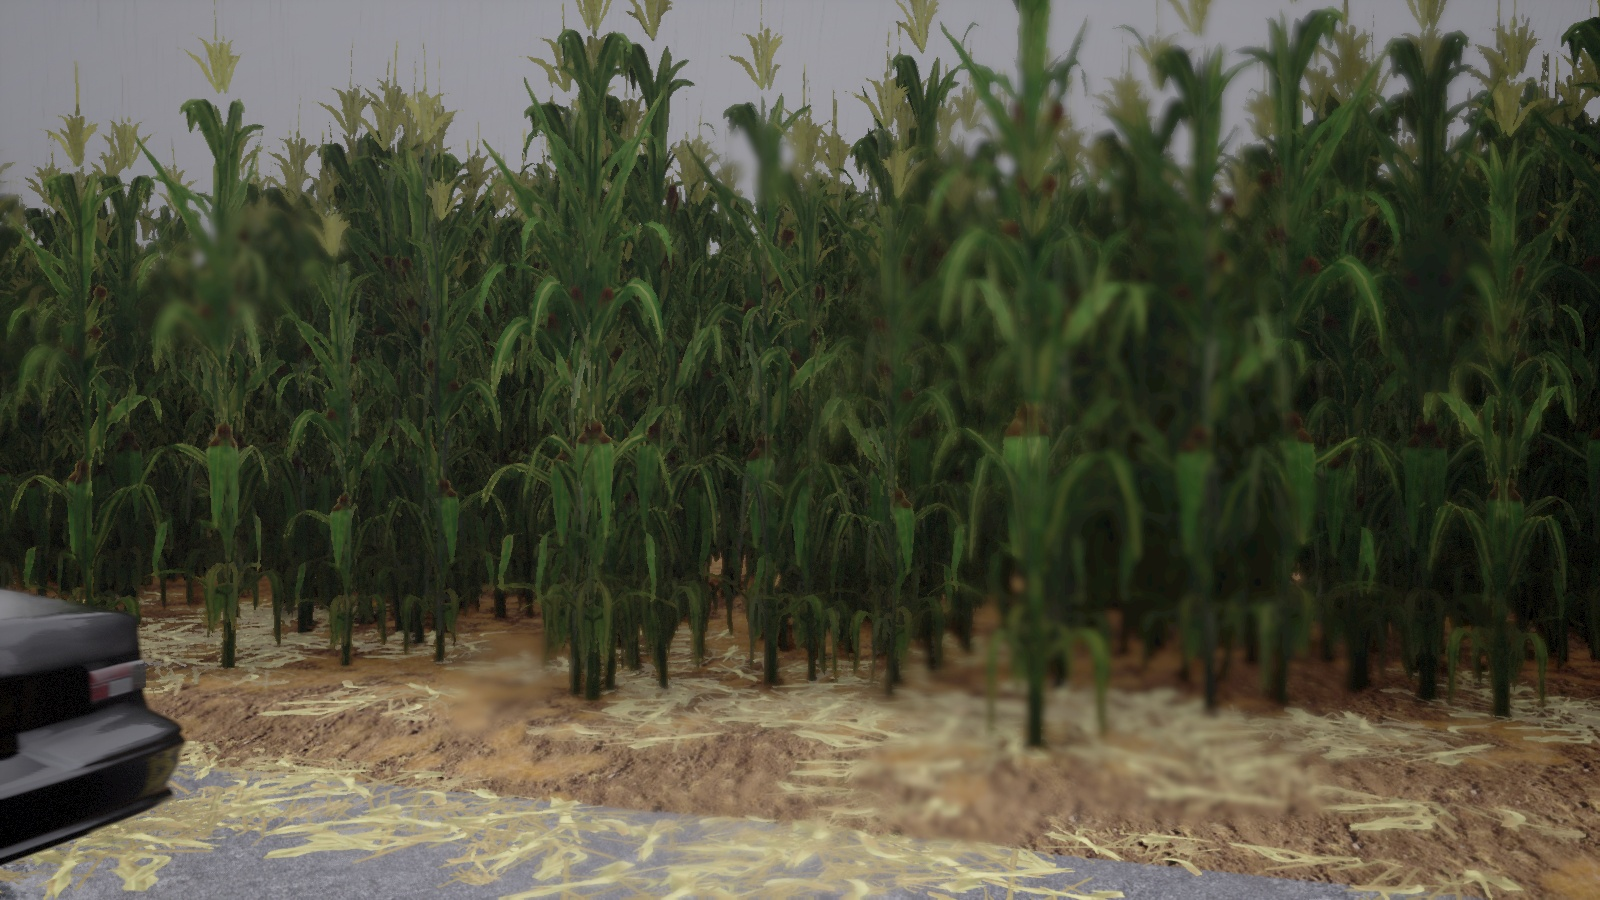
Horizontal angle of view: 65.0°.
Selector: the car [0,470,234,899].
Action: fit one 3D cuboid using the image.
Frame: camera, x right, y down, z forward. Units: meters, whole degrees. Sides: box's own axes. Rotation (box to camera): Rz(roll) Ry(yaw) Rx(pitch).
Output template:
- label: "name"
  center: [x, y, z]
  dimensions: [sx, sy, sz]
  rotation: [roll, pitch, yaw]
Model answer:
- label: "car"
  center: [-4.917, 0.779, 4.452]
  dimensions: [5.357, 1.411, 2.033]
  rotation: [1, 1, 19]
